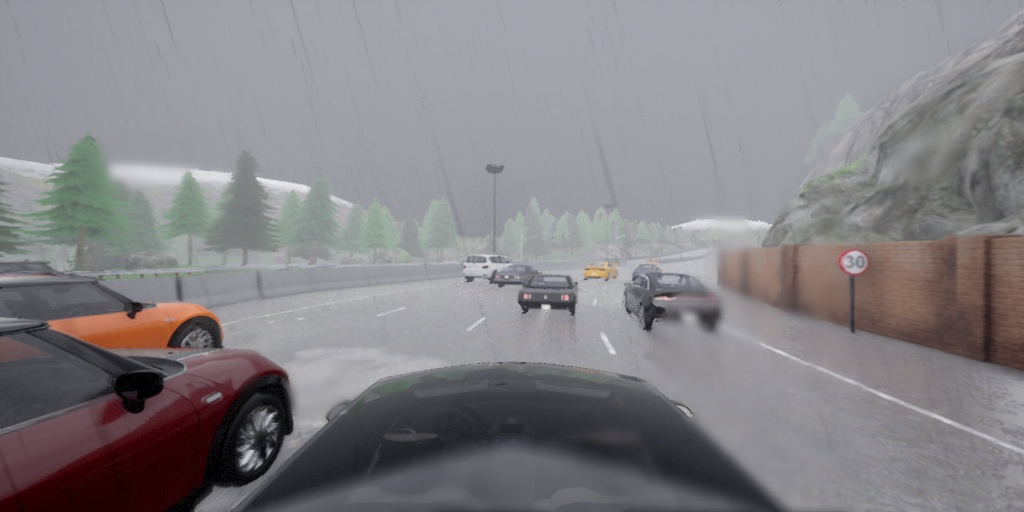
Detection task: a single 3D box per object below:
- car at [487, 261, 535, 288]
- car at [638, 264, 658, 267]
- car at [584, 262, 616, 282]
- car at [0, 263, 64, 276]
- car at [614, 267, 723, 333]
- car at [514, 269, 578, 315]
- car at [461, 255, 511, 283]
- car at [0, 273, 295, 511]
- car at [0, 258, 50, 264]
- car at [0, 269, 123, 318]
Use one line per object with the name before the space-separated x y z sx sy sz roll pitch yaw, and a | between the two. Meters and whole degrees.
car | 0.578 1.263 23.001 2.033 1.411 5.357 0 0 21
car | 10.979 1.328 28.853 1.994 1.385 4.181 0 0 28
car | 7.386 1.221 29.555 1.882 1.535 5.008 0 0 27
car | -6.604 1.059 4.936 2.097 1.767 4.553 0 0 3
car | 4.593 1.252 10.860 2.128 1.511 4.902 0 0 9
car | 1.546 1.339 13.609 1.895 1.301 4.718 0 0 12
car | -1.605 0.918 26.906 2.150 2.045 5.566 0 0 22
car | -3.242 1.084 1.755 2.097 1.767 4.553 0 0 0
car | -19.933 0.969 13.198 2.097 1.767 4.553 0 0 10
car | -16.564 1.202 12.158 1.994 1.385 4.181 0 0 9
